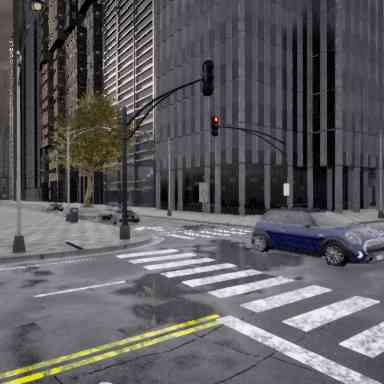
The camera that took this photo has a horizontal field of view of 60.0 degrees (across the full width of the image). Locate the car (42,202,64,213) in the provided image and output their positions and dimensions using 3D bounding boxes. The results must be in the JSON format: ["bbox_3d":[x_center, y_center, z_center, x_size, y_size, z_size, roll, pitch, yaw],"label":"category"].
[{"bbox_3d":[-18.057,1.950,43.156,1.994,1.385,4.181,0,0,-35],"label":"car"}]

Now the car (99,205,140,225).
[{"bbox_3d":[-5.650,1.746,25.666,1.994,1.385,4.181,0,0,-35],"label":"car"}]

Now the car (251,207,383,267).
[{"bbox_3d":[4.300,1.382,11.773,2.097,1.767,4.553,0,0,-36],"label":"car"}]
